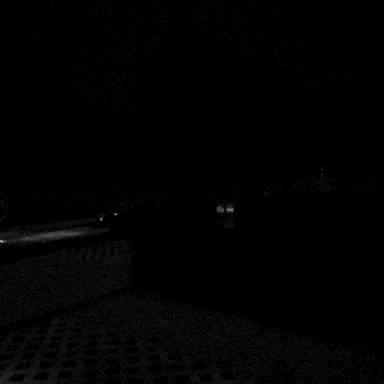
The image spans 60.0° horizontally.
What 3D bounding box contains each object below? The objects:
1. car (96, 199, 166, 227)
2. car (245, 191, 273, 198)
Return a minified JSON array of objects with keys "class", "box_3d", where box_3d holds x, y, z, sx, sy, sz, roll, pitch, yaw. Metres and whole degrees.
[{"class":"car","box_3d":[-3.588,1.181,20.350,2.128,1.511,4.902,0,1,35]},{"class":"car","box_3d":[7.126,0.702,35.370,2.128,1.511,4.902,0,1,36]}]
